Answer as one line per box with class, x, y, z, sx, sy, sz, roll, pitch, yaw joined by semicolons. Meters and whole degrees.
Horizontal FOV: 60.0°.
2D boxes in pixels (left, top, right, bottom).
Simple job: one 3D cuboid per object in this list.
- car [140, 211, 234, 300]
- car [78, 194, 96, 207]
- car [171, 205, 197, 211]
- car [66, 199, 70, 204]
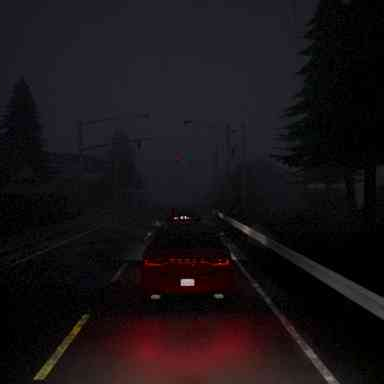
car;-0.152;1.472;8.453;1.882;1.535;5.008;0;0;-2
car;-16.163;1.281;51.506;1.905;1.878;3.866;0;0;-3
car;-0.477;1.494;18.860;1.837;1.490;4.892;0;0;-2
car;-22.005;1.446;55.597;2.242;1.667;4.611;0;0;-3
